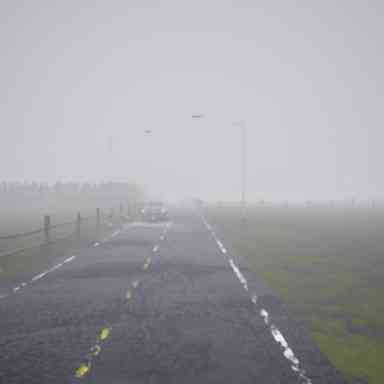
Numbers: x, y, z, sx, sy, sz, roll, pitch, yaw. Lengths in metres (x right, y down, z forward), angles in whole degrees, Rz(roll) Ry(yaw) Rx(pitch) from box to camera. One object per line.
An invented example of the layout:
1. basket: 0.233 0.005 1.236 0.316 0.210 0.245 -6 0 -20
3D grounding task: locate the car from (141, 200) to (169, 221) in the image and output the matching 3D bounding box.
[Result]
1. car: -3.146 1.505 28.884 2.097 1.767 4.553 0 0 -1

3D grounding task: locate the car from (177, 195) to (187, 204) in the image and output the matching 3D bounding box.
1. car: -1.988 1.928 71.912 1.895 1.301 4.718 0 0 -3
